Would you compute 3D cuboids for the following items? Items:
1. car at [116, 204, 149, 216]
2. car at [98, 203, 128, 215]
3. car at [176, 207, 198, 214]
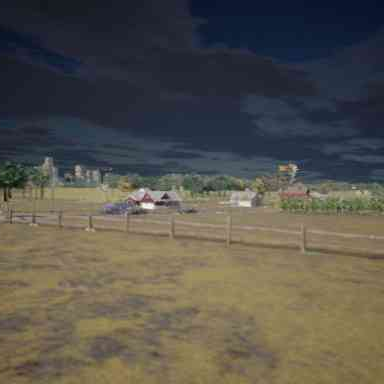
[{"bbox_3d":[-9.539,3.204,55.718,2.033,1.411,5.357,0,-2,36],"label":"car"},{"bbox_3d":[-13.010,2.789,55.733,2.150,2.045,5.566,0,-2,36],"label":"car"},{"bbox_3d":[-0.964,3.771,67.732,2.033,1.411,5.357,0,-2,36],"label":"car"}]
